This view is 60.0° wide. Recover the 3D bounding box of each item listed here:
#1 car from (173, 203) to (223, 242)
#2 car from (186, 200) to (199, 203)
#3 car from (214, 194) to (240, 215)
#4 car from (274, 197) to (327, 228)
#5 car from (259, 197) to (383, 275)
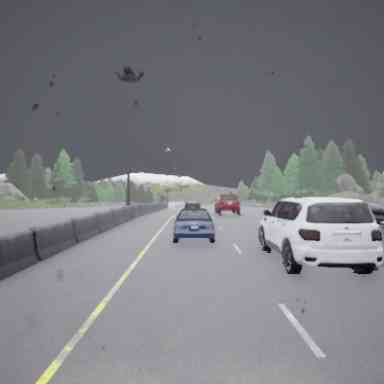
[{"bbox_3d":[0.087,1.467,15.786,2.033,1.411,5.357,0,0,0],"label":"car"},{"bbox_3d":[0.067,1.690,39.813,1.882,1.535,5.008,0,-1,0],"label":"car"},{"bbox_3d":[3.559,1.267,33.942,2.150,2.045,5.566,0,-2,-1],"label":"car"},{"bbox_3d":[7.078,1.281,22.245,2.097,1.767,4.553,0,0,0],"label":"car"},{"bbox_3d":[3.603,1.163,10.366,2.150,2.045,5.566,0,0,0],"label":"car"}]
